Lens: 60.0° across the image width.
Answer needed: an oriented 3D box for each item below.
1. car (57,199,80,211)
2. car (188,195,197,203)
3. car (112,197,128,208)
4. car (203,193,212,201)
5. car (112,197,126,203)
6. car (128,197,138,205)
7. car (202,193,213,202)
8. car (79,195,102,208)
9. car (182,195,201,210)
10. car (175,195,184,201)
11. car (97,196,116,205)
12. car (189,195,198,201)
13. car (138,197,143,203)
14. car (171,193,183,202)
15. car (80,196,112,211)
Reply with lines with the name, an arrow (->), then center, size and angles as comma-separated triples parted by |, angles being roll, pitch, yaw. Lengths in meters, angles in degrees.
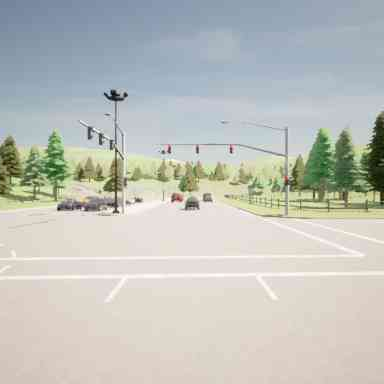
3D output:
car -> -15.064, 1.577, 41.201 | 1.994, 1.385, 4.181 | 0, 0, 1
car -> 0.085, 1.498, 74.187 | 1.882, 1.535, 5.008 | 0, 0, 1
car -> -11.568, 1.563, 50.106 | 2.033, 1.411, 5.357 | 0, 0, 0
car -> 3.808, 1.193, 84.393 | 2.150, 2.045, 5.566 | 0, 0, 2
car -> -14.956, 1.617, 68.729 | 1.895, 1.301, 4.718 | 0, 0, 0
car -> -11.542, 1.620, 59.690 | 1.895, 1.301, 4.718 | 0, 0, 1
car -> 3.581, 1.560, 73.769 | 2.033, 1.411, 5.357 | 0, 0, 1
car -> -15.064, 1.368, 49.708 | 2.097, 1.767, 4.553 | 0, 0, 0
car -> 0.026, 1.518, 43.168 | 1.837, 1.490, 4.892 | 0, 0, 0
car -> -3.190, 1.446, 84.551 | 1.882, 1.535, 5.008 | 0, 0, 2
car -> -15.037, 1.510, 58.587 | 2.128, 1.511, 4.902 | 0, 0, 0
car -> 0.309, 1.493, 84.457 | 2.128, 1.511, 4.902 | 0, 0, 2
car -> -11.455, 1.617, 69.883 | 1.895, 1.301, 4.718 | 0, 0, 0
car -> -3.419, 1.244, 73.807 | 2.150, 2.045, 5.566 | 0, 0, 1
car -> -11.575, 1.518, 40.368 | 1.837, 1.490, 4.892 | 0, 0, 0
